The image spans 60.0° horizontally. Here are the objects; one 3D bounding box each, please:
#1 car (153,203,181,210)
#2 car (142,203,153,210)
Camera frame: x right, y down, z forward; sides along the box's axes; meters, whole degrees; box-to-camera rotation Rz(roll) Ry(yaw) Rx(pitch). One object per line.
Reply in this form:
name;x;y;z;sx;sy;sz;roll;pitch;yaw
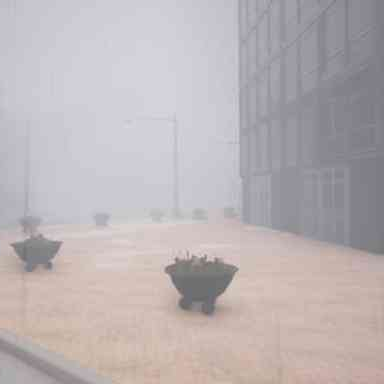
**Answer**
car;-4.139;2.563;59.072;1.895;1.301;4.718;-1;-1;35
car;-7.004;2.600;61.080;1.895;1.301;4.718;-1;-1;35
